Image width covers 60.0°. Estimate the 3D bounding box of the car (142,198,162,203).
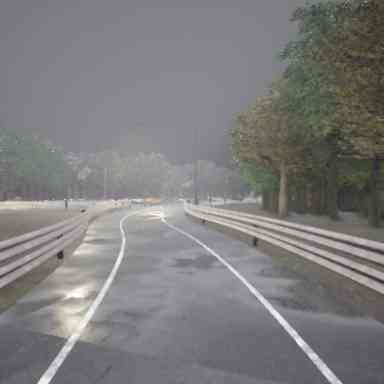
[{"bbox_3d":[-8.052,1.791,67.459,1.882,1.535,5.008,-1,-1,32],"label":"car"}]
